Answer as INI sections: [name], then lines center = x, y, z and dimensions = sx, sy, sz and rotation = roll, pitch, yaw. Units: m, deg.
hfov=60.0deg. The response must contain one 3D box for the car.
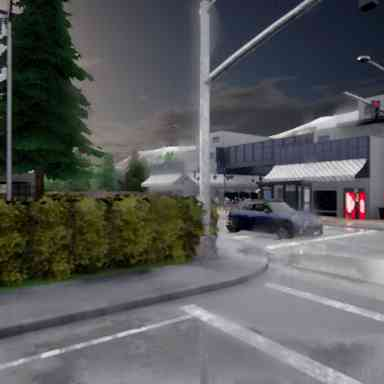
[car]
center = 3.836, 1.182, 15.904
dimensions = 2.097, 1.767, 4.553
rotation = 0, 0, -40
